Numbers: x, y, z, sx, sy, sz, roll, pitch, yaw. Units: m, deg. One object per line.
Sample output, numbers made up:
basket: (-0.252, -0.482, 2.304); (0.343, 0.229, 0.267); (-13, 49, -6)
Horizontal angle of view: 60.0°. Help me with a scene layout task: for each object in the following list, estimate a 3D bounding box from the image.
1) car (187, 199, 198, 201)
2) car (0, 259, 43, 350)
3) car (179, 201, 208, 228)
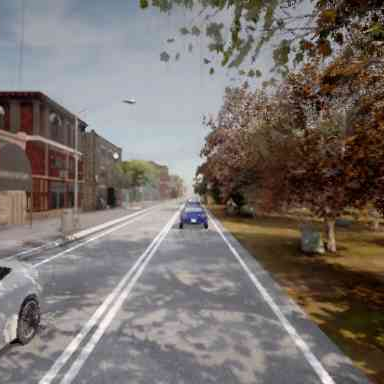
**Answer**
car: (0.107, 1.647, 41.409); (2.128, 1.511, 4.902); (0, 0, 0)
car: (-3.346, 1.542, 3.735); (1.812, 1.442, 4.674); (0, 0, 0)
car: (0.103, 1.614, 22.838); (1.812, 1.442, 4.674); (0, 0, 0)
